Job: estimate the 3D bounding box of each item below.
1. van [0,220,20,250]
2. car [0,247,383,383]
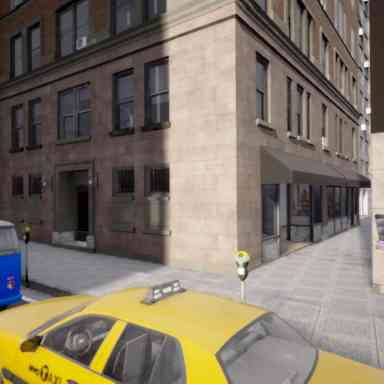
[{"bbox_3d":[-4.946,1.339,6.404,3.998,1.788,1.690,0,-1,36],"label":"van"},{"bbox_3d":[-0.473,1.525,3.198,4.829,1.417,1.752,0,-1,36],"label":"car"}]
